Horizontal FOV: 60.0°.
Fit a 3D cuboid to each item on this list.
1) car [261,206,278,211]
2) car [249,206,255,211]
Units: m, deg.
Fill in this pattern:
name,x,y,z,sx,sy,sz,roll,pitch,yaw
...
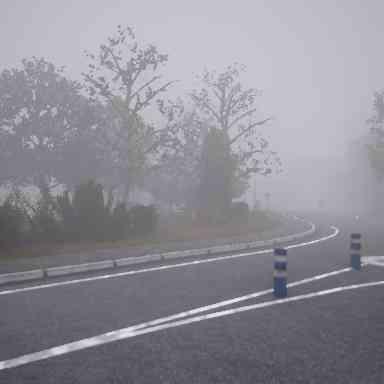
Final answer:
name,x,y,z,sx,sy,sz,roll,pitch,yaw
car,18.073,3.998,77.841,2.002,1.452,4.674,3,-5,-29
car,15.414,4.334,82.640,2.163,1.488,4.792,1,-4,-29
